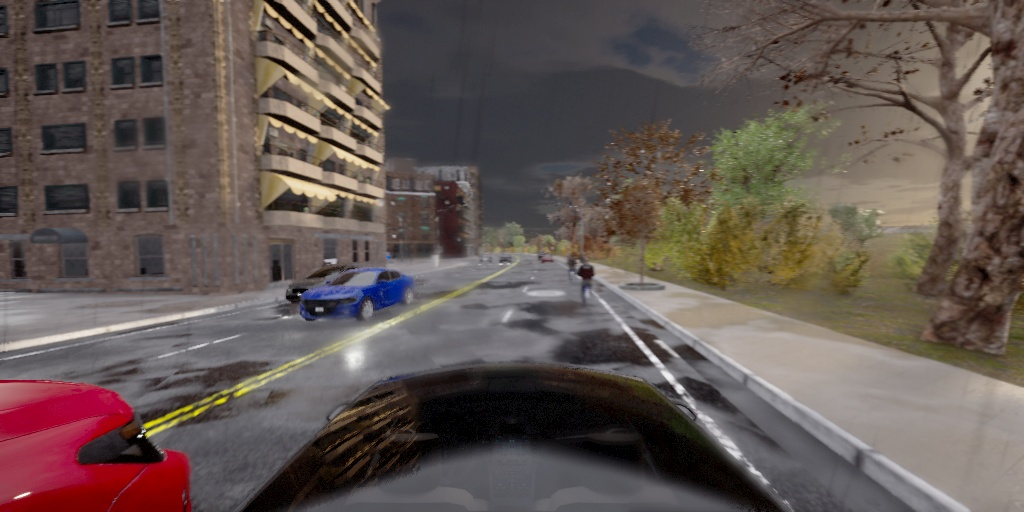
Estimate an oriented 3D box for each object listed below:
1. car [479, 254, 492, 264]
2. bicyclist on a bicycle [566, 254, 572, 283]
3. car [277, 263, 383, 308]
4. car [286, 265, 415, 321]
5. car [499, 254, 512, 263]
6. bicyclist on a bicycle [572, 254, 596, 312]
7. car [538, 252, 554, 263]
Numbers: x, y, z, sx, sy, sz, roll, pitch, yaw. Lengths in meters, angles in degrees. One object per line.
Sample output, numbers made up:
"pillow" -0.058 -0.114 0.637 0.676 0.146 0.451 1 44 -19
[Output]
"car" -4.201 0.366 58.005 2.128 1.511 4.902 -1 1 0
"bicyclist on a bicycle" 3.502 0.738 21.004 0.659 1.776 1.843 -1 1 6
"car" -7.845 1.183 16.127 1.837 1.490 4.892 -1 1 7
"car" -5.021 1.158 12.358 1.882 1.535 5.008 -1 1 7
"car" -0.939 0.418 57.917 2.033 1.411 5.357 -1 1 3
"bicyclist on a bicycle" 2.483 0.904 11.988 0.659 1.776 1.843 -1 1 7
"car" 5.533 0.318 56.007 1.994 1.385 4.181 -1 1 3
